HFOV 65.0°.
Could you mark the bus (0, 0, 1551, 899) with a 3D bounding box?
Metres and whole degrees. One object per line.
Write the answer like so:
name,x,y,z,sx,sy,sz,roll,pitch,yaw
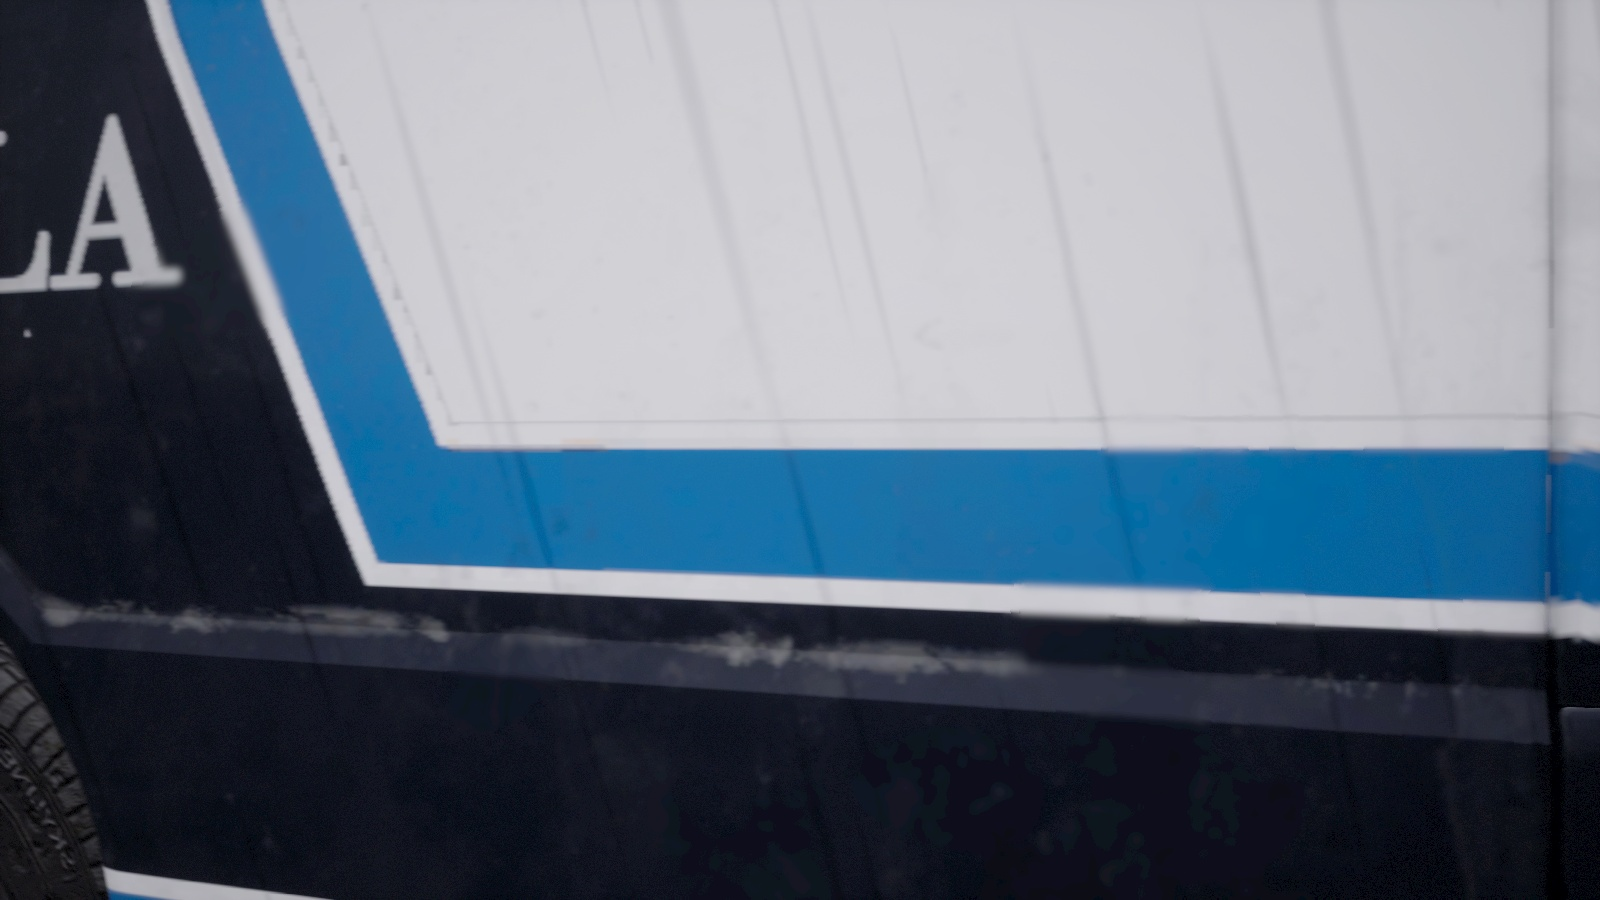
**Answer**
bus,-3.693,-0.635,4.415,10.273,4.253,3.944,0,1,19
